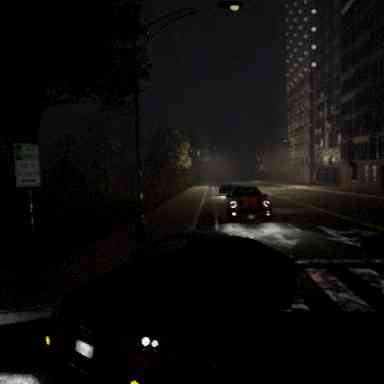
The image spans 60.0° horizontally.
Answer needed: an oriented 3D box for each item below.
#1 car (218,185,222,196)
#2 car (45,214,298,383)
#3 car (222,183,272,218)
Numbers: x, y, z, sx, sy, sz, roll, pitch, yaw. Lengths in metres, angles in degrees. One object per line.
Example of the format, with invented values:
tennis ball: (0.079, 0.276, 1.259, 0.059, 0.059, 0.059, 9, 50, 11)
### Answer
car: (4.105, -0.316, 39.051, 1.994, 1.385, 4.181, -1, 3, 3)
car: (0.068, 1.341, 5.012, 1.994, 1.385, 4.181, 2, 4, 36)
car: (2.864, 0.483, 17.684, 2.097, 1.767, 4.553, -1, 3, 3)
